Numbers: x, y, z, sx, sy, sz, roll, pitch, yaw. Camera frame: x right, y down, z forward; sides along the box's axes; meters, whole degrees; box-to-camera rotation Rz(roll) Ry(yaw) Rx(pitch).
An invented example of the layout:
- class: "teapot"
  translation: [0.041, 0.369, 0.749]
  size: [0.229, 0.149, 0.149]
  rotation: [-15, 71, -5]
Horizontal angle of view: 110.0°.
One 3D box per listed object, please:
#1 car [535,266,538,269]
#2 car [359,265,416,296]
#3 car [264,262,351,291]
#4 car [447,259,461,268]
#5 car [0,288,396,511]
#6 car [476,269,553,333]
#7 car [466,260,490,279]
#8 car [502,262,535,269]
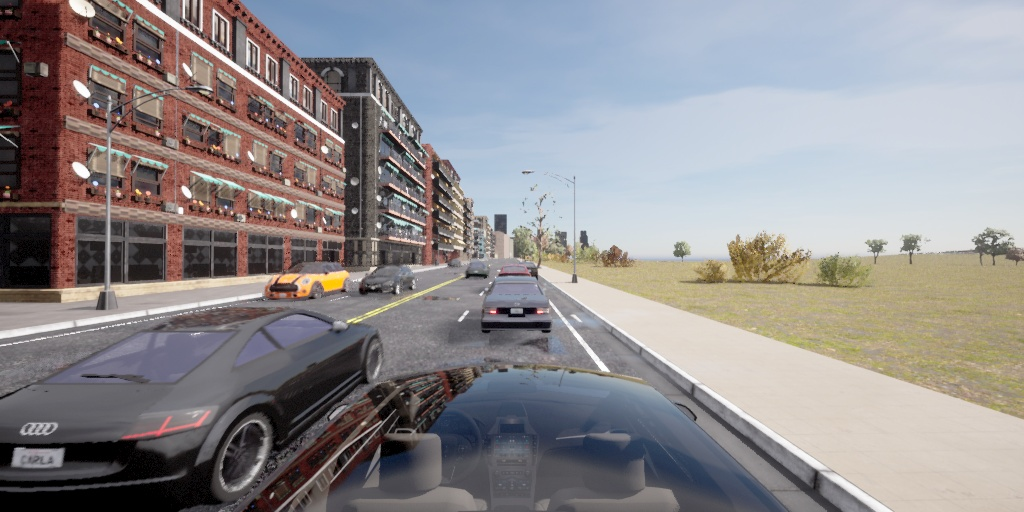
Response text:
- class: "car"
  translation: [1.178, 1.232, 30.665]
  size: [1.882, 1.535, 5.008]
  rotation: [0, 0, 0]
- class: "car"
  translation: [-6.576, 1.258, 19.398]
  size: [1.837, 1.490, 4.892]
  rotation: [0, 0, 0]
- class: "car"
  translation: [-9.829, 1.104, 17.620]
  size: [2.097, 1.767, 4.553]
  rotation: [0, 0, 0]
- class: "car"
  translation: [-9.740, 1.259, 60.704]
  size: [1.837, 1.490, 4.892]
  rotation: [0, -1, 0]
- class: "car"
  translation: [-3.149, 1.314, 4.390]
  size: [1.994, 1.385, 4.181]
  rotation: [0, 0, 0]
- class: "car"
  translation: [0.112, 1.299, 10.686]
  size: [2.033, 1.411, 5.357]
  rotation: [0, 0, 0]
- class: "car"
  translation: [-3.106, 1.318, 33.113]
  size: [1.994, 1.385, 4.181]
  rotation: [0, 0, 0]
- class: "car"
  translation: [0.130, 1.231, 21.226]
  size: [1.882, 1.535, 5.008]
  rotation: [0, 0, 0]
